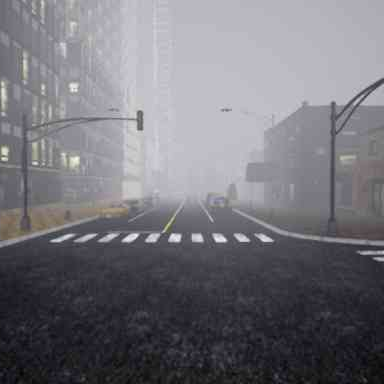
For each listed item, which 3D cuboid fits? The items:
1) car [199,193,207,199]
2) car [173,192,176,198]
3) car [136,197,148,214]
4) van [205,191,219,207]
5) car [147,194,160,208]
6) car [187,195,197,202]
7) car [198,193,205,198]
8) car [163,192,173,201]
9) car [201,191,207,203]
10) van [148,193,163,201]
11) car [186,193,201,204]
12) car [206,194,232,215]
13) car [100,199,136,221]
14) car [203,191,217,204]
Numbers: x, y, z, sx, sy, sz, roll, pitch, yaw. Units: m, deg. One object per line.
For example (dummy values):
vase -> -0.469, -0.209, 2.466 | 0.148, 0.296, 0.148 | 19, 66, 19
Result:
car -> 2.647, 1.033, 82.360 | 1.947, 1.339, 4.313 | -1, 0, 0
car -> -5.702, 0.996, 88.056 | 1.947, 1.339, 4.313 | -1, 0, 0
car -> -5.681, 1.359, 31.615 | 1.947, 1.339, 4.313 | -1, 0, 0
van -> 2.661, 1.098, 37.207 | 1.690, 1.788, 3.998 | -1, 0, 0
car -> -5.685, 1.286, 42.904 | 1.947, 1.339, 4.313 | -1, 0, 0
car -> -0.024, 1.191, 62.936 | 1.895, 1.301, 4.718 | 0, 0, 0
car -> 2.642, 0.940, 93.648 | 1.887, 1.381, 4.507 | -1, 0, 0
car -> -5.696, 1.065, 70.954 | 1.752, 1.417, 4.829 | -1, 0, 0
car -> 2.658, 1.035, 42.851 | 2.192, 1.841, 5.009 | -1, 0, 0
van -> -5.691, 1.024, 48.547 | 1.690, 1.788, 3.998 | -1, 0, 0
car -> -0.021, 1.141, 53.742 | 2.128, 1.511, 4.902 | 0, 0, 0
car -> 2.664, 1.234, 31.564 | 1.967, 1.590, 4.097 | -1, 0, 0
car -> -5.850, 1.356, 25.802 | 1.752, 1.417, 4.829 | -1, 0, 0
car -> 3.084, 0.853, 57.500 | 2.150, 2.045, 5.566 | 0, 0, 0
